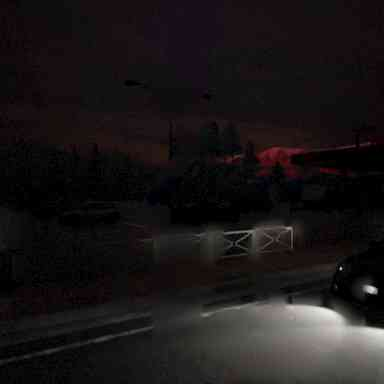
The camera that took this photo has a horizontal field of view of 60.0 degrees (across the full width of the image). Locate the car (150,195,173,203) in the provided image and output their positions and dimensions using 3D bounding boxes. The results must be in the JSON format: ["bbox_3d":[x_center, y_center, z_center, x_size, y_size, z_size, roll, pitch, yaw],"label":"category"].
[{"bbox_3d":[-6.451,1.423,70.030,4.514,1.523,2.007,0,0,-32],"label":"car"}]

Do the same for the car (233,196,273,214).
[{"bbox_3d":[6.005,1.226,33.751,4.605,1.855,1.932,0,0,-32],"label":"car"}]

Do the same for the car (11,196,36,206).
[{"bbox_3d":[-28.629,1.506,56.395,3.633,1.501,1.845,0,0,-32],"label":"car"}]

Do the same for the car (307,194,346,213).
[{"bbox_3d":[14.430,1.193,35.068,3.866,1.878,1.905,0,0,-32],"label":"car"}]

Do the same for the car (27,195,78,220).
[{"bbox_3d":[-10.450,1.312,27.326,5.027,1.636,2.152,0,0,-32],"label":"car"}]

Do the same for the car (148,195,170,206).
[{"bbox_3d":[-5.103,1.429,53.274,3.633,1.501,1.845,0,0,-32],"label":"car"}]

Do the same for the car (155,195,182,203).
[{"bbox_3d":[-4.764,1.416,67.384,5.027,1.636,2.152,0,0,-32],"label":"car"}]

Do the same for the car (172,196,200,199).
[{"bbox_3d":[0.092,1.415,44.737,4.514,1.523,2.007,0,0,-32],"label":"car"}]

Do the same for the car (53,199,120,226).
[{"bbox_3d":[-6.815,1.396,22.028,3.806,1.475,1.970,0,0,-32],"label":"car"}]

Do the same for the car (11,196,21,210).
[{"bbox_3d":[-19.019,1.245,40.488,4.605,1.855,1.932,0,0,-32],"label":"car"}]

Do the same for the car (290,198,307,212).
[{"bbox_3d":[13.211,1.473,38.222,3.806,1.475,1.970,0,0,-32],"label":"car"}]

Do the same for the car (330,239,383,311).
[{"bbox_3d":[4.861,1.547,6.935,4.181,1.385,1.994,0,0,-31],"label":"car"}]

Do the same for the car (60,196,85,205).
[{"bbox_3d":[-20.746,1.505,57.740,3.806,1.475,1.970,0,0,-32],"label":"car"}]

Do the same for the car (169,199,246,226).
[{"bbox_3d":[1.109,1.451,22.596,4.514,1.523,2.007,0,0,-32],"label":"car"}]

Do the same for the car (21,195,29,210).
[{"bbox_3d":[-17.147,1.226,38.228,3.866,1.878,1.905,0,0,-32],"label":"car"}]
